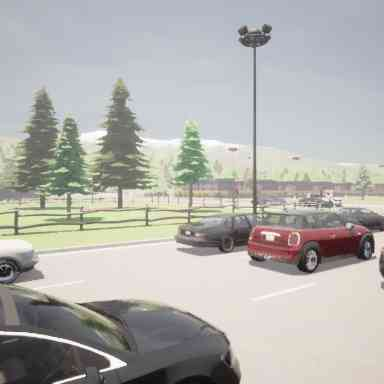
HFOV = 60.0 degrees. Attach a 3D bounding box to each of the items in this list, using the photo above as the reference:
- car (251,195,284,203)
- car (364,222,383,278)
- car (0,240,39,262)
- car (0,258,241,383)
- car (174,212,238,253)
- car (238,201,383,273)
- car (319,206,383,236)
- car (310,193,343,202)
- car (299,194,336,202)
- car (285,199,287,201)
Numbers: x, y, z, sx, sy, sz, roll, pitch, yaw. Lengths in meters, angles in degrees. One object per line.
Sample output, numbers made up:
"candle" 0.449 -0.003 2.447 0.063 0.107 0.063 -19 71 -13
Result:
"car" 12.287 1.547 55.723 2.033 1.411 5.357 0 0 -35
"car" 6.482 1.526 8.356 4.674 1.442 1.812 0 0 -35
"car" -6.268 1.601 7.877 4.718 1.301 1.895 0 0 -35
"car" -1.775 1.504 2.481 4.892 1.490 1.837 0 0 -36
"car" 1.890 1.547 13.678 5.357 1.411 2.033 0 0 -35
"car" 3.996 1.352 10.882 4.553 1.767 2.097 0 0 -35
"car" 9.414 1.564 19.030 4.181 1.385 1.994 0 0 -35
"car" 20.086 1.221 50.693 2.150 2.045 5.566 0 0 -35
"car" 17.687 1.505 48.011 1.837 1.490 4.892 0 0 -35
"car" 14.580 1.352 58.561 2.097 1.767 4.553 0 0 -35
